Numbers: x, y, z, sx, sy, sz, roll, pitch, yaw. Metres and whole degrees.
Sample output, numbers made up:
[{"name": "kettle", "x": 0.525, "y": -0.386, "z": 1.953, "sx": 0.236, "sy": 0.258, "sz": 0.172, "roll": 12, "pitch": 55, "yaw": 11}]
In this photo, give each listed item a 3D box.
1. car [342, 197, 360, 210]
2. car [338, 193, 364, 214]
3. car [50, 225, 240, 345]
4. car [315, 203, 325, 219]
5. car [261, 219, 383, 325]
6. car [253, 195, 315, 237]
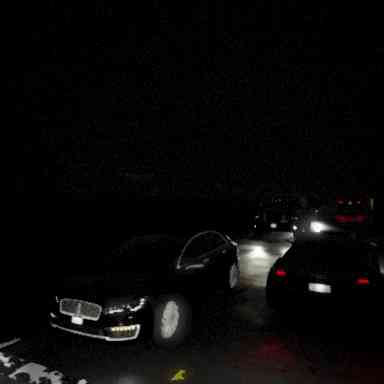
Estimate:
[{"name": "car", "x": 20.922, "y": 1.463, "z": 43.631, "sx": 2.033, "sy": 1.411, "sz": 5.357, "roll": 0, "pitch": 0, "yaw": 26}, {"name": "car", "x": 16.217, "y": 1.151, "z": 33.995, "sx": 2.150, "sy": 2.045, "sz": 5.566, "roll": 0, "pitch": 0, "yaw": 26}, {"name": "car", "x": -0.485, "y": 1.501, "z": 6.681, "sx": 1.837, "sy": 1.490, "sz": 4.892, "roll": 0, "pitch": 0, "yaw": 26}, {"name": "car", "x": 9.776, "y": 1.551, "z": 27.462, "sx": 1.895, "sy": 1.301, "sz": 4.718, "roll": 0, "pitch": 0, "yaw": 26}, {"name": "car", "x": 2.989, "y": 1.544, "z": 7.277, "sx": 1.994, "sy": 1.385, "sz": 4.181, "roll": 0, "pitch": 0, "yaw": 26}, {"name": "car", "x": 4.962, "y": 1.189, "z": 17.728, "sx": 2.150, "sy": 2.045, "sz": 5.566, "roll": 0, "pitch": 0, "yaw": 26}]
